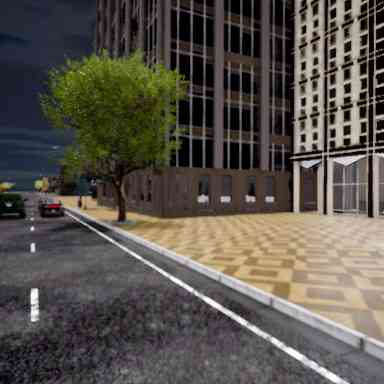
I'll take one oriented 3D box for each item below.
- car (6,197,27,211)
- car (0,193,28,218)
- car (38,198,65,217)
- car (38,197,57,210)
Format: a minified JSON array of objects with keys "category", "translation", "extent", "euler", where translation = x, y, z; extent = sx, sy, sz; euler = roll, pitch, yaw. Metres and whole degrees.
[{"category":"car","translation":[-20.886,1.396,39.791],"extent":[2.033,1.411,5.357],"euler":[0,0,-25]},{"category":"car","translation":[-15.335,1.112,28.255],"extent":[2.150,2.045,5.566],"euler":[0,0,-25]},{"category":"car","translation":[-12.765,1.400,30.388],"extent":[2.128,1.511,4.902],"euler":[0,0,-25]},{"category":"car","translation":[-17.965,1.417,41.216],"extent":[2.033,1.411,5.357],"euler":[0,0,-25]}]
